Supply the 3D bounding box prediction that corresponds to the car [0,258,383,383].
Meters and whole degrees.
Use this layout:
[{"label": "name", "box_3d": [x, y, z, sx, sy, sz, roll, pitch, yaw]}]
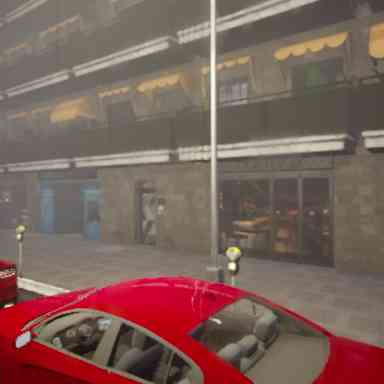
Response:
[{"label": "car", "box_3d": [-0.467, 1.529, 3.187, 4.507, 1.381, 1.887, 0, 0, 34]}]
